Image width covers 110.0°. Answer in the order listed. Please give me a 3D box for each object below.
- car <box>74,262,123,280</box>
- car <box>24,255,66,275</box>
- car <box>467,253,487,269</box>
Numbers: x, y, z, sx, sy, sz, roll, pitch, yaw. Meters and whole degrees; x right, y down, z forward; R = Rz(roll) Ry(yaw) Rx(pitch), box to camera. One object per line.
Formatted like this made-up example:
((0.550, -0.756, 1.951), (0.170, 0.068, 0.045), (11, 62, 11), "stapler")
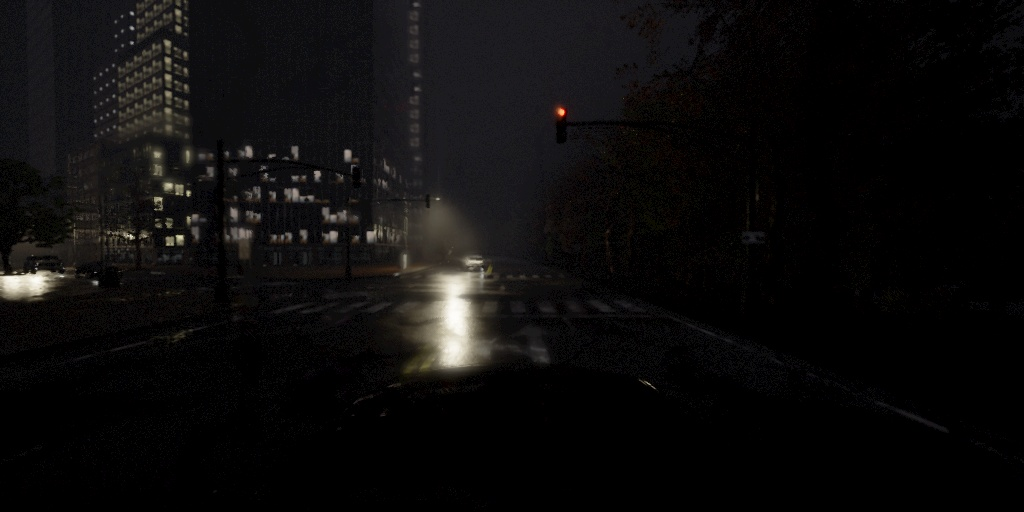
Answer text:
((-35.115, 1.187, 30.388), (5.357, 1.411, 2.033), (0, 1, 28), "car")
((-50.526, 0.877, 38.731), (5.566, 2.045, 2.150), (0, 1, 29), "car")
((-4.195, 0.752, 42.701), (1.812, 1.442, 4.674), (0, 2, -3), "car")
